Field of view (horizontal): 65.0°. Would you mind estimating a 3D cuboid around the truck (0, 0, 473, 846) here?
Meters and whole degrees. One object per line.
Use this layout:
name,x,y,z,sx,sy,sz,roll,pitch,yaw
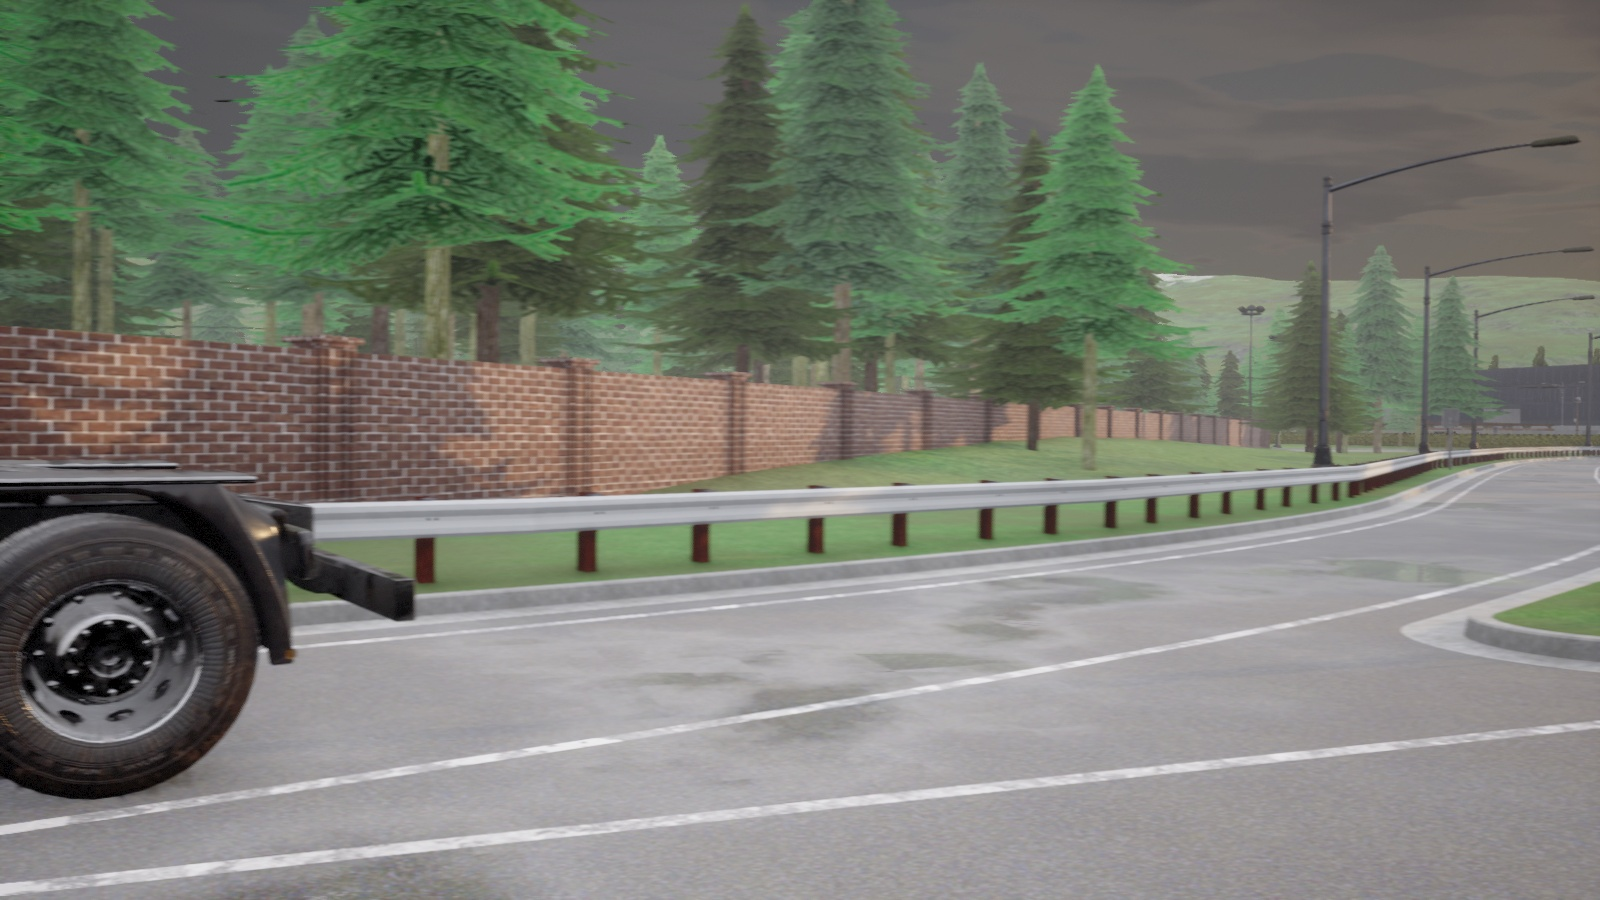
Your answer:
truck,-5.610,-0.199,4.689,7.936,3.462,2.891,-1,1,-35
